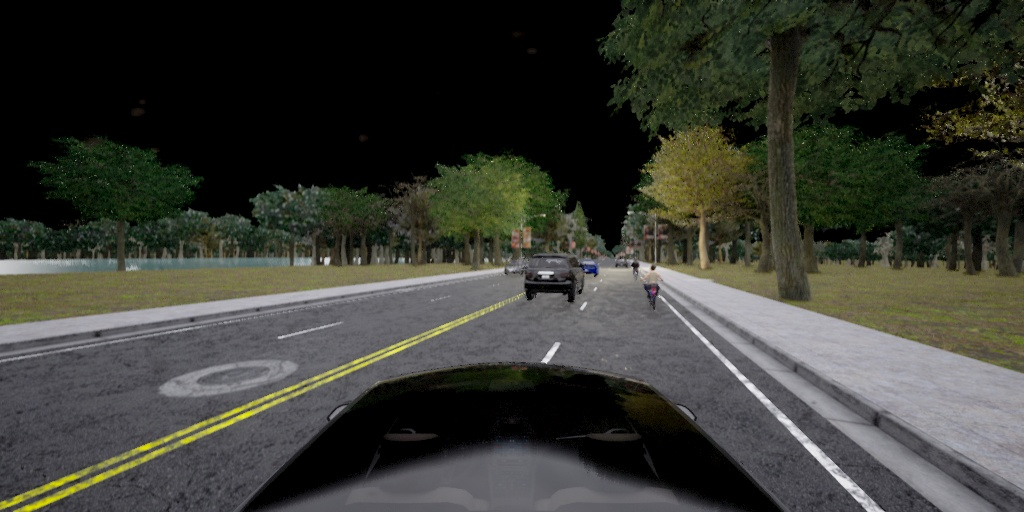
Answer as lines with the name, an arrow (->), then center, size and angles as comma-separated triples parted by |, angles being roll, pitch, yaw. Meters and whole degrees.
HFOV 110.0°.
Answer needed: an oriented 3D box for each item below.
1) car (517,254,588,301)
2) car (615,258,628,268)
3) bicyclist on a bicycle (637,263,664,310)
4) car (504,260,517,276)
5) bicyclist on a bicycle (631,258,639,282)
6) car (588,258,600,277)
car -> 2.153, 0.928, 17.191 | 2.150, 2.045, 5.566 | 0, 0, 17
car -> 17.887, 1.141, 58.587 | 1.812, 1.442, 4.674 | 0, 0, 16
bicyclist on a bicycle -> 5.302, 1.159, 13.539 | 0.866, 1.612, 1.509 | 0, 0, 16
car -> 0.642, 1.137, 35.555 | 2.128, 1.511, 4.902 | 0, 0, 17
bicyclist on a bicycle -> 9.319, 1.055, 27.078 | 0.659, 1.776, 1.843 | 0, 0, 17
car -> 7.411, 1.135, 34.825 | 1.882, 1.535, 5.008 | 0, 0, 17
